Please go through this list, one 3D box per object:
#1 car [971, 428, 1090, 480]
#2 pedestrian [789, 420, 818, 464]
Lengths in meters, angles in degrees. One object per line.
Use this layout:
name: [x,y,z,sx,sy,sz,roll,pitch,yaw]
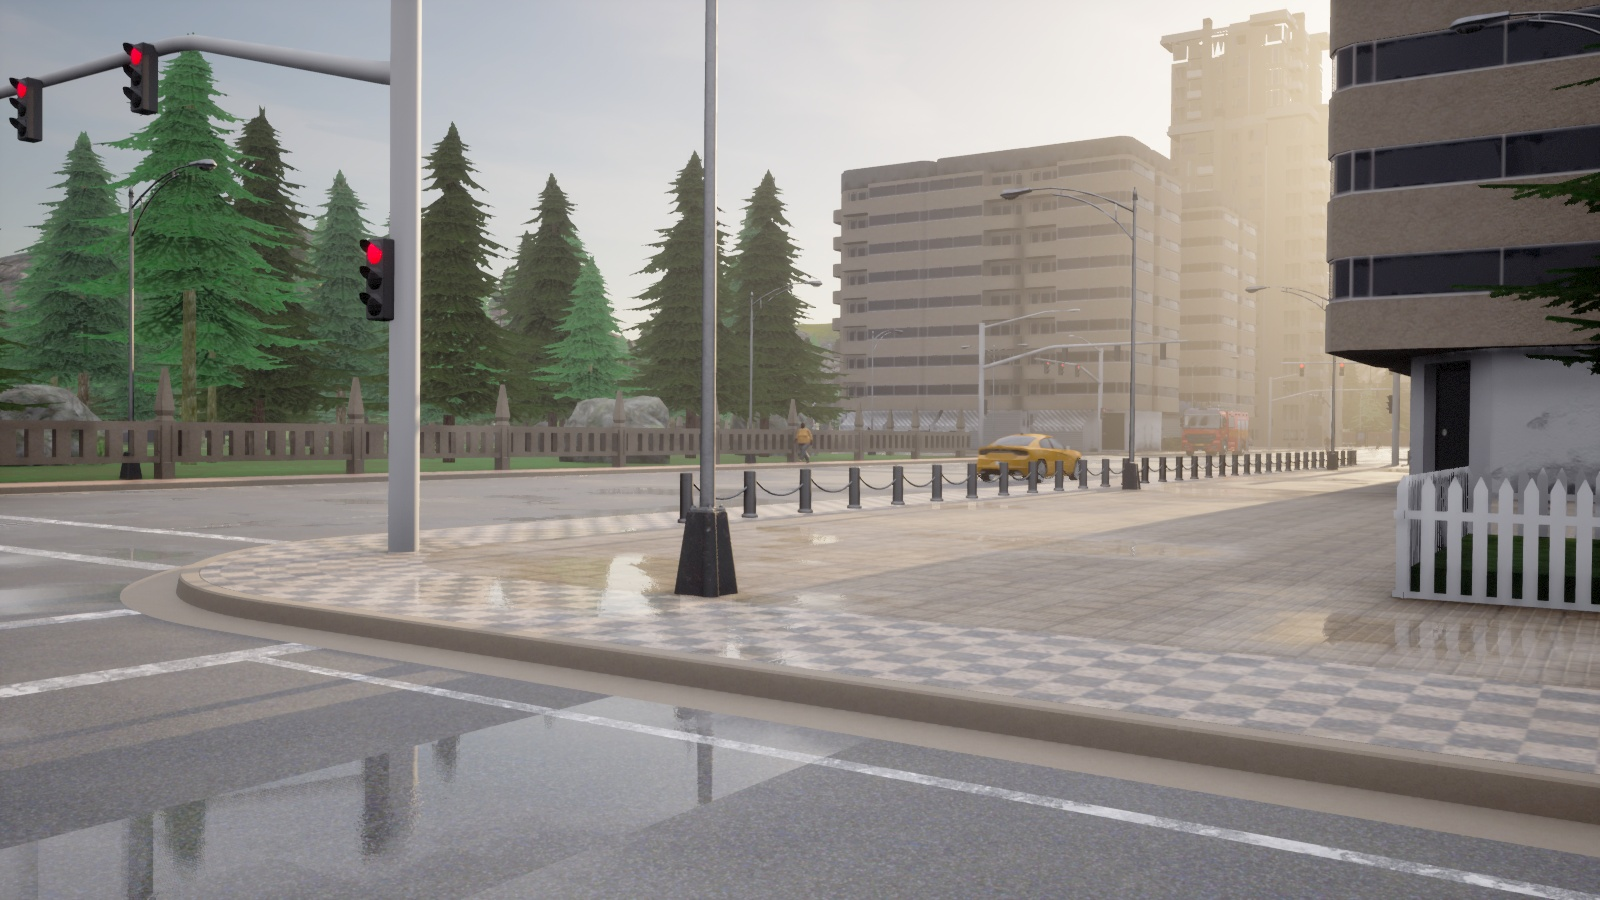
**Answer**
car: [7.411,0.096,39.984,1.882,1.535,5.008,0,1,34]
pedestrian: [0.159,-0.352,54.235,0.874,1.855,0.900,0,1,33]
